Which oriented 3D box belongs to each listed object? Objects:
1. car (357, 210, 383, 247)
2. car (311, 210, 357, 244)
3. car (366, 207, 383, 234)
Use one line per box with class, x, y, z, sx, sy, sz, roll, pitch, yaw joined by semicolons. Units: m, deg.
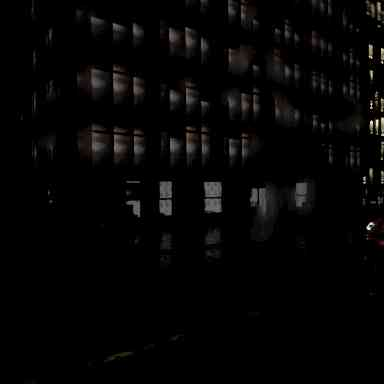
car;9.140;1.349;13.762;4.553;1.767;2.097;0;0;-35
car;7.474;1.542;15.764;4.507;1.381;1.887;0;-1;-35
car;12.101;1.547;19.065;4.403;1.369;2.008;0;-1;-35
